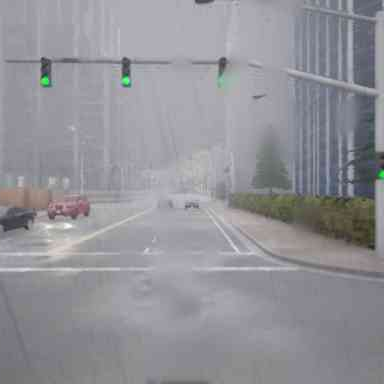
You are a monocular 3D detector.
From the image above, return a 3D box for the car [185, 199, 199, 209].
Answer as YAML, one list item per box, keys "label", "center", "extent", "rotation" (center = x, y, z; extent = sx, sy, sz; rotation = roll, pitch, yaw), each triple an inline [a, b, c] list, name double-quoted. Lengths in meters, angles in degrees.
- label: "car"
  center: [0.014, 1.598, 44.295]
  extent: [1.895, 1.301, 4.718]
  rotation: [0, 0, 0]

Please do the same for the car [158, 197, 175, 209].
- label: "car"
  center: [-3.478, 1.506, 45.257]
  extent: [1.837, 1.490, 4.892]
  rotation: [0, 1, 0]

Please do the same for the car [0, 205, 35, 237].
- label: "car"
  center: [-10.599, 1.498, 18.458]
  extent: [1.882, 1.535, 5.008]
  rotation: [0, 0, 0]

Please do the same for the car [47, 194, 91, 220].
- label: "car"
  center: [-10.592, 1.235, 29.127]
  extent: [2.150, 2.045, 5.566]
  rotation: [0, 0, 0]
